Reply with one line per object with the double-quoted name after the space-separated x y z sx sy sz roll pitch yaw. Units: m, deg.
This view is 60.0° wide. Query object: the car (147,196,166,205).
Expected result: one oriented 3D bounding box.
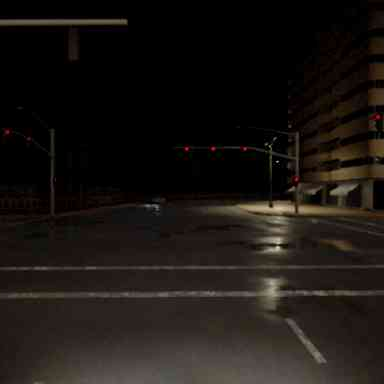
-5.631 1.332 53.470 1.812 1.442 4.674 0 0 16 "car"
